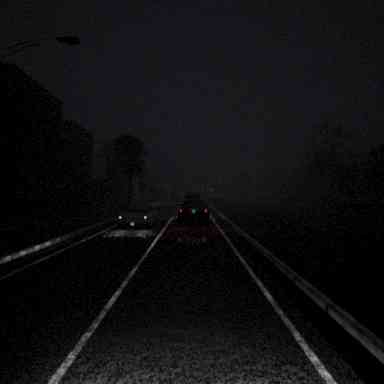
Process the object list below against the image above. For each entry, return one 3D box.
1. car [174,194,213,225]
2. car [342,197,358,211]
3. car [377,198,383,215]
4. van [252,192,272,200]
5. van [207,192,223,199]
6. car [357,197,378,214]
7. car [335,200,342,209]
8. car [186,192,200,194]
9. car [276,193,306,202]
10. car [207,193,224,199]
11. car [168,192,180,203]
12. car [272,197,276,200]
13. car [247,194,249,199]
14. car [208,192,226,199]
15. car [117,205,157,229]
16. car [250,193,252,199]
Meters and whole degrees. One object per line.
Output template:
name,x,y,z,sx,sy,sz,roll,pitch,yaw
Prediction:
car,0.101,1.248,23.149,2.097,1.767,4.553,0,0,0
car,18.702,1.300,34.361,4.892,1.521,2.231,0,0,0
car,18.700,1.369,27.940,4.674,1.452,2.002,0,0,0
van,18.436,0.971,85.939,4.442,1.987,1.878,0,-1,0
van,6.349,1.061,92.445,4.442,1.987,1.878,0,-1,0
car,18.710,1.314,31.088,5.008,1.535,2.097,0,0,0
car,18.707,1.323,37.638,4.674,1.452,2.002,0,0,0
car,0.101,1.045,40.025,2.150,2.045,5.566,0,1,0
car,18.759,1.041,61.972,4.553,1.767,2.185,0,0,0
car,6.288,1.111,89.406,4.553,1.767,2.185,0,-1,0
car,-3.263,0.935,63.261,2.150,2.045,5.566,0,0,0
car,18.689,1.193,65.143,4.674,1.452,2.002,0,0,0
car,18.695,1.268,91.393,5.366,1.575,1.946,0,-1,0
car,6.095,1.198,86.486,5.366,1.575,1.946,0,-1,0
car,-3.349,1.507,20.964,1.895,1.301,4.718,0,0,0
car,18.716,1.229,88.732,5.366,1.575,1.946,0,-1,0
